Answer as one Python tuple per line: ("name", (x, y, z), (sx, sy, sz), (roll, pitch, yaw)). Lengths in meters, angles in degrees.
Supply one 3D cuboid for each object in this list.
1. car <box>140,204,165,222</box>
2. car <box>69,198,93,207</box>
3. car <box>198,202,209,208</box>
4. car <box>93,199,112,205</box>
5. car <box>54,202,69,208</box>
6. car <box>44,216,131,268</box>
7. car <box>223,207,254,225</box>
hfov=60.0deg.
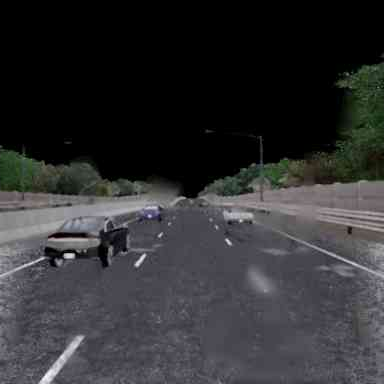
("car", (-3.416, 1.801, 29.185), (1.812, 1.442, 4.674), (0, -1, 0))
("car", (-17.582, 1.937, 54.459), (2.150, 2.045, 5.566), (0, -2, 1))
("car", (3.450, 3.380, 90.323), (2.033, 1.649, 4.856), (0, -2, 0))
("car", (-14.091, 2.211, 54.545), (2.128, 1.511, 4.902), (0, -2, 0))
("car", (-21.062, 2.288, 55.329), (2.033, 1.411, 5.357), (0, -2, 1))
("car", (-3.406, 1.584, 11.658), (2.128, 1.511, 4.902), (0, -1, 0))
("car", (3.586, 1.848, 26.552), (1.895, 1.301, 4.718), (0, -1, 0))
